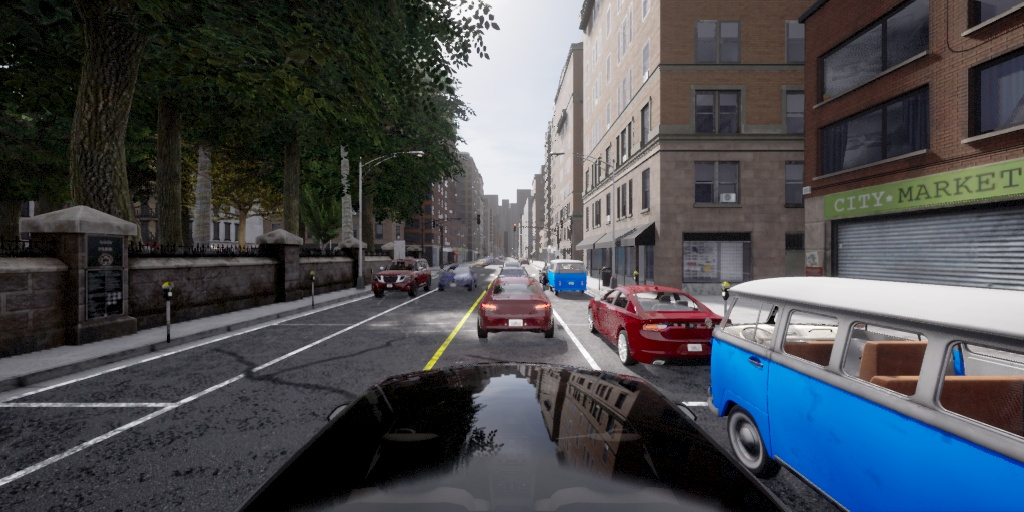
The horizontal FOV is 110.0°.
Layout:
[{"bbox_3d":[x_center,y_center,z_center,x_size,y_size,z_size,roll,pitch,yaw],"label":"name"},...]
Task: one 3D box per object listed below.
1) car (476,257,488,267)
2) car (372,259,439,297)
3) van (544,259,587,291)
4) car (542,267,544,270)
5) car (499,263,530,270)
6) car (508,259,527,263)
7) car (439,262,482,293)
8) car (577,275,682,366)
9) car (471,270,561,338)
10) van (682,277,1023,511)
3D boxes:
[{"bbox_3d":[-5.667,1.230,62.631,1.751,1.417,4.829,0,0,0],"label":"car"},{"bbox_3d":[-5.668,1.060,19.112,2.192,1.841,5.009,0,0,0],"label":"car"},{"bbox_3d":[2.857,1.086,19.152,1.690,1.789,3.998,0,0,0],"label":"van"},{"bbox_3d":[2.857,1.307,24.812,1.948,1.339,4.313,0,0,0],"label":"car"},{"bbox_3d":[0.097,1.292,19.611,2.033,1.411,5.357,0,0,1],"label":"car"},{"bbox_3d":[0.004,1.242,29.355,1.837,1.490,4.892,0,0,0],"label":"car"},{"bbox_3d":[-3.069,1.269,21.124,1.812,1.442,4.674,0,0,0],"label":"car"},{"bbox_3d":[2.857,1.294,7.831,1.888,1.381,4.507,0,0,0],"label":"car"},{"bbox_3d":[0.095,1.275,10.032,1.812,1.442,4.674,0,0,0],"label":"car"},{"bbox_3d":[2.856,1.091,2.170,1.690,1.789,3.998,0,0,0],"label":"van"}]
